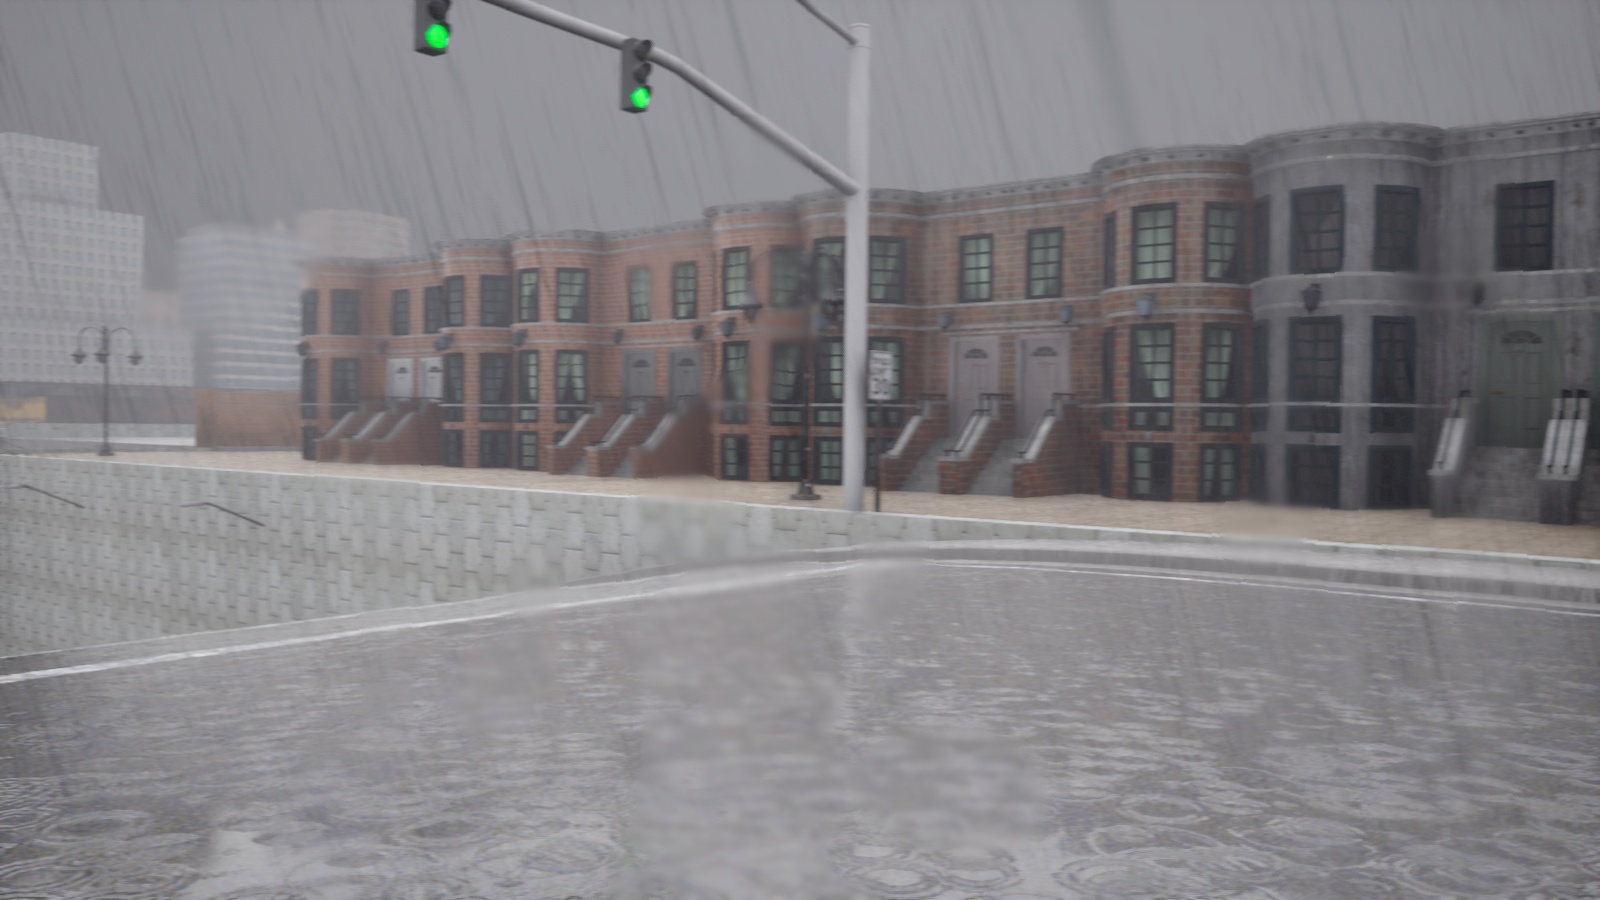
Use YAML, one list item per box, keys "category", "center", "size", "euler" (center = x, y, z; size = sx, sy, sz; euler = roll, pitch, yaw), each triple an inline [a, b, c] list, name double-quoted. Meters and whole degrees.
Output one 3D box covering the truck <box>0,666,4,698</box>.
- category: "truck"
  center: [-13.332, 2.065, 15.869]
  size: [7.936, 3.462, 2.891]
  euler: [-16, -8, 38]
